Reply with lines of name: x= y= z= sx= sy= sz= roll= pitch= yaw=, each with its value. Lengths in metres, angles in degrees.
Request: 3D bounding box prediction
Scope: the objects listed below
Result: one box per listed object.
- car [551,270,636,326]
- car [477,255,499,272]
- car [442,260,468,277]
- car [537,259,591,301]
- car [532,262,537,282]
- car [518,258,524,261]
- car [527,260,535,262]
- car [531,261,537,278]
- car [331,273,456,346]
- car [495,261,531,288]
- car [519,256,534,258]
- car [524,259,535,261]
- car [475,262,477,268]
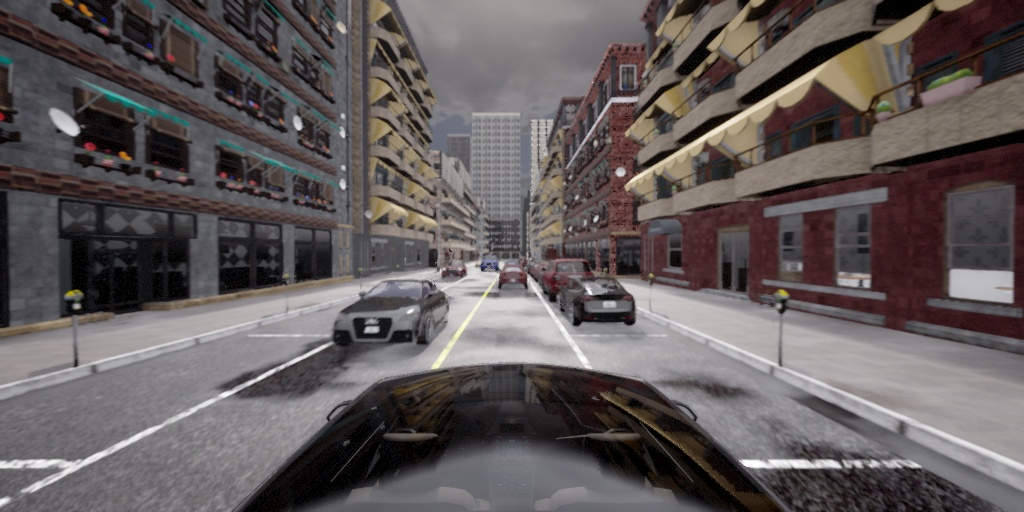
car: x=2.566 y=1.305 z=11.467 sx=1.948 sy=1.339 sz=4.313 roll=0 pitch=0 yaw=0
car: x=-2.818 y=0.927 z=46.290 sx=2.150 sy=2.045 sz=5.566 roll=0 pitch=0 yaw=0
car: x=-5.311 y=1.158 z=33.643 sx=1.967 sy=1.591 sz=4.097 roll=0 pitch=0 yaw=0
car: x=2.567 y=1.048 z=17.016 sx=2.192 sy=1.841 sz=5.009 roll=0 pitch=0 yaw=0
car: x=2.568 y=1.278 z=22.565 sx=2.007 sy=1.370 sz=4.403 roll=0 pitch=0 yaw=0
car: x=0.089 y=1.233 z=40.840 sx=1.812 sy=1.442 sz=4.674 roll=0 pitch=0 yaw=0
car: x=2.570 y=1.298 z=33.663 sx=1.802 sy=1.307 sz=4.207 roll=0 pitch=0 yaw=0
car: x=2.569 y=1.304 z=28.114 sx=1.802 sy=1.307 sz=4.207 roll=0 pitch=0 yaw=0
car: x=-2.841 y=1.307 z=9.270 sx=1.994 sy=1.385 sz=4.181 roll=0 pitch=0 yaw=0
car: x=0.073 y=1.253 z=23.366 sx=1.812 sy=1.442 sz=4.674 roll=0 pitch=0 yaw=0
car: x=2.574 y=1.004 z=55.859 sx=2.192 sy=1.841 sz=5.009 roll=0 pitch=0 yaw=0
car: x=2.571 y=1.275 z=39.212 sx=1.948 sy=1.339 sz=4.313 roll=0 pitch=0 yaw=0
car: x=-5.306 y=1.210 z=61.219 sx=1.751 sy=1.417 sz=4.829 roll=0 pitch=0 yaw=0
